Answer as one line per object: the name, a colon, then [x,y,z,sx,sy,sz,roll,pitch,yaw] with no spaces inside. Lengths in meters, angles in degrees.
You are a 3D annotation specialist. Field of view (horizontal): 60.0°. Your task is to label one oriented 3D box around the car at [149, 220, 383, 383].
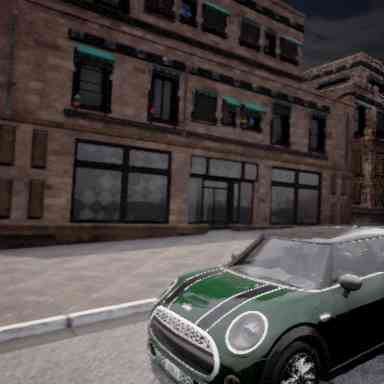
car: [1.656,1.360,4.919,4.553,1.767,2.097,0,0,-34]
